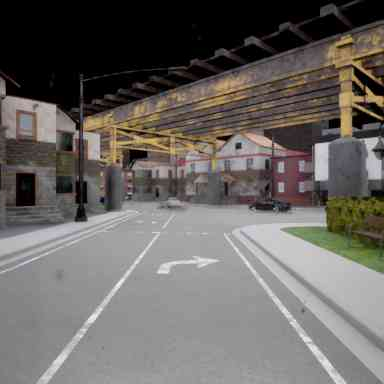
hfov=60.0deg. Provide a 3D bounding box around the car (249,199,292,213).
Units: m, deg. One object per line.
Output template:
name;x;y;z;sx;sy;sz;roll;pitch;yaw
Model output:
car;8.641;1.506;37.023;1.837;1.490;4.892;0;0;-45

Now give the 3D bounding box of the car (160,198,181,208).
car;-3.073;1.525;47.418;1.812;1.442;4.674;1;0;-23

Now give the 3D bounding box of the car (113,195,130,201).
car;-17.637;1.452;83.746;2.038;1.542;4.974;0;0;15

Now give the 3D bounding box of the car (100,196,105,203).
car;-17.804;1.477;63.705;1.882;1.535;5.008;0;0;-45

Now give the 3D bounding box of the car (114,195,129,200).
car;-17.624;1.295;83.796;1.853;1.218;4.536;0;0;15

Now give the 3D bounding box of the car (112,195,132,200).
car;-16.904;1.295;80.091;4.536;1.218;1.853;0;0;-15

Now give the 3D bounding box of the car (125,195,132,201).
car;-16.954;1.452;80.078;4.974;1.542;2.038;0;0;-15
